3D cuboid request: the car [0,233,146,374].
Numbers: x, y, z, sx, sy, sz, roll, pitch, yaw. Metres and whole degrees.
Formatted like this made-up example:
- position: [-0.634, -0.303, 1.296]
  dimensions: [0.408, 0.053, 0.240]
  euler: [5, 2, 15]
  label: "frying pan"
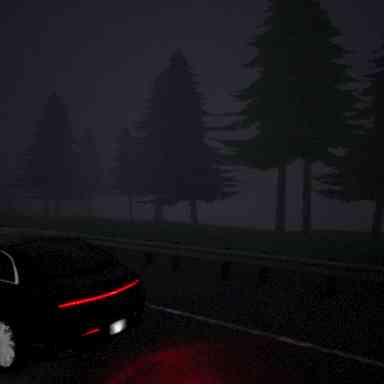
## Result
- position: [-3.004, 1.459, 5.536]
  dimensions: [4.892, 1.490, 1.837]
  euler: [0, 0, 32]
  label: "car"
